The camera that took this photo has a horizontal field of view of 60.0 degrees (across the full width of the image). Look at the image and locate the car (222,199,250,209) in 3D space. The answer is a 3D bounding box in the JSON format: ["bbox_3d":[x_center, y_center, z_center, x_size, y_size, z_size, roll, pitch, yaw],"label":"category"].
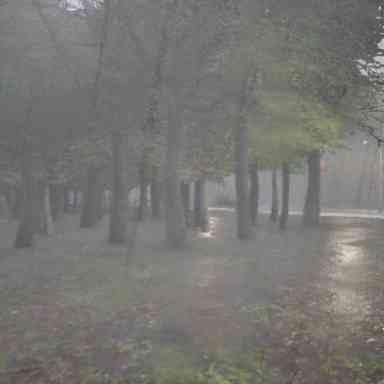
[{"bbox_3d":[6.784,1.858,51.792,1.994,1.385,4.181,1,-1,-35],"label":"car"}]

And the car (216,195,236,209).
[{"bbox_3d":[5.765,1.445,47.471,2.150,2.045,5.566,1,-1,-34],"label":"car"}]
